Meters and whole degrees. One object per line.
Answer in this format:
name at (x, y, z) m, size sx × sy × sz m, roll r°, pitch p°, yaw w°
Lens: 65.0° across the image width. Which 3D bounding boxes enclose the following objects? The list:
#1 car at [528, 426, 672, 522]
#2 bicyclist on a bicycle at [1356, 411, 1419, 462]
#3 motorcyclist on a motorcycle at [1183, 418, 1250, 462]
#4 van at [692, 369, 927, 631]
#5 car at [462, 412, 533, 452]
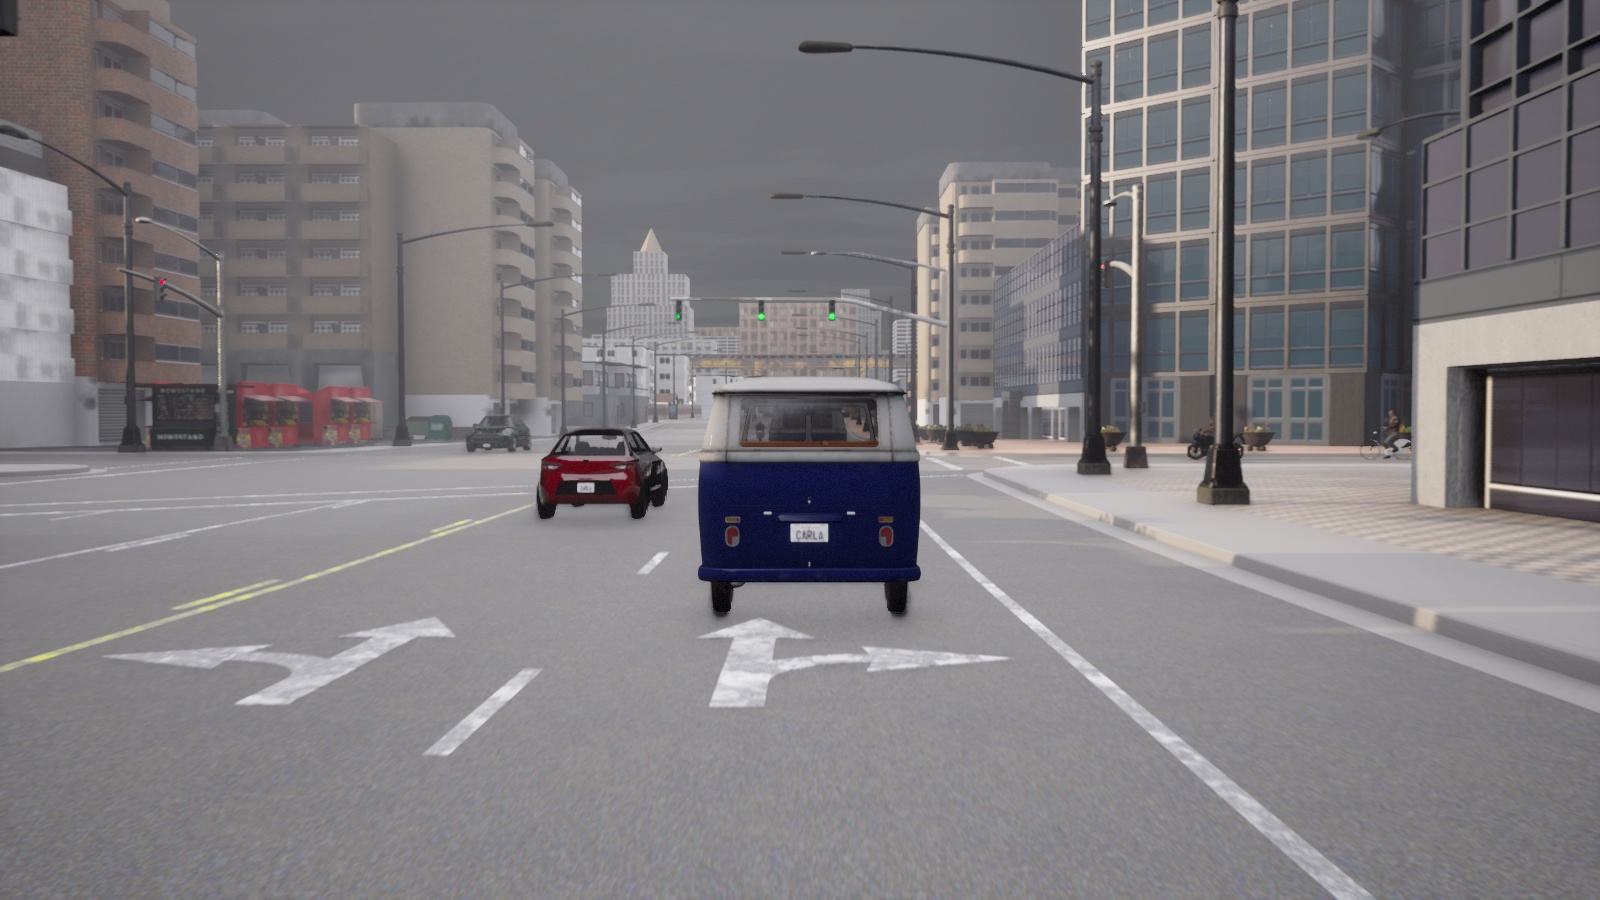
car at (-3.360, 0.334, 21.844) m, size 1.816 × 1.474 × 4.193 m, roll 0°, pitch 2°, yaw 0°
bicyclist on a bicycle at (20.479, -0.473, 43.784) m, size 1.843 × 1.776 × 0.659 m, roll 0°, pitch 2°, yaw 1°
motorcyclist on a motorcycle at (14.547, -0.368, 43.868) m, size 2.044 × 1.523 × 0.797 m, roll 0°, pitch 2°, yaw 1°
van at (0.083, 0.344, 11.751) m, size 1.775 × 1.987 × 4.442 m, roll 0°, pitch 1°, yaw 0°
car at (-13.658, -0.834, 56.897) m, size 2.097 × 1.767 × 4.553 m, roll 0°, pitch 1°, yaw 0°
